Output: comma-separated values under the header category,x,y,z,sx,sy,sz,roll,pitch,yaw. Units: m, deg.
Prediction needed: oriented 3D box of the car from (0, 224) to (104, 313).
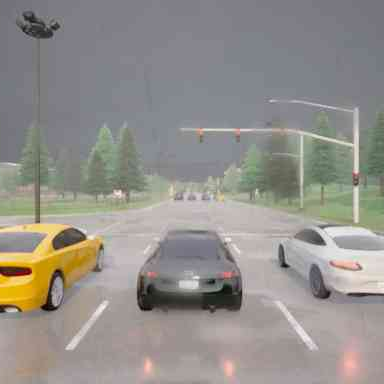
category,x,y,z,sx,sy,sz,roll,pitch,yaw
car,-3.487,1.476,7.761,1.882,1.535,5.008,0,0,0

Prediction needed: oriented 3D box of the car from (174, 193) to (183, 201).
category,x,y,z,sx,sy,sz,roll,pitch,yaw
car,-3.495,1.566,82.138,1.895,1.301,4.718,0,0,0

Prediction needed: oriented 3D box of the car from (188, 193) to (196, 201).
category,x,y,z,sx,sy,sz,roll,pitch,yaw
car,0.005,1.326,82.078,2.097,1.767,4.553,0,0,0

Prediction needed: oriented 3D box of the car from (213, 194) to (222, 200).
category,x,y,z,sx,sy,sz,roll,pitch,yaw
car,7.006,1.360,92.111,1.994,1.385,4.181,0,0,0

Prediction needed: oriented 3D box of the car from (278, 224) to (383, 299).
category,x,y,z,sx,sy,sz,roll,pitch,yaw
car,3.519,1.523,8.305,1.812,1.442,4.674,0,0,1

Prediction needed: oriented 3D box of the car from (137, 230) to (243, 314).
category,x,y,z,sx,sy,sz,roll,pitch,yaw
car,0.002,1.562,7.732,1.994,1.385,4.181,0,0,2

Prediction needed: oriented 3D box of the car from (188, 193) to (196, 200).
category,x,y,z,sx,sy,sz,roll,pitch,yaw
car,0.006,1.163,92.081,2.097,1.767,4.553,0,0,0

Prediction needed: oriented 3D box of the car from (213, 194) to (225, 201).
category,x,y,z,sx,sy,sz,roll,pitch,yaw
car,7.005,1.448,81.691,1.882,1.535,5.008,0,0,0

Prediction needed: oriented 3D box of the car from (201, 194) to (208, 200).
category,x,y,z,sx,sy,sz,roll,pitch,yaw
car,3.506,1.308,92.111,1.837,1.490,4.892,0,0,0

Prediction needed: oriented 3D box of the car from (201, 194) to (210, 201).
category,x,y,z,sx,sy,sz,roll,pitch,yaw
car,3.505,1.523,82.108,1.994,1.385,4.181,0,0,0
